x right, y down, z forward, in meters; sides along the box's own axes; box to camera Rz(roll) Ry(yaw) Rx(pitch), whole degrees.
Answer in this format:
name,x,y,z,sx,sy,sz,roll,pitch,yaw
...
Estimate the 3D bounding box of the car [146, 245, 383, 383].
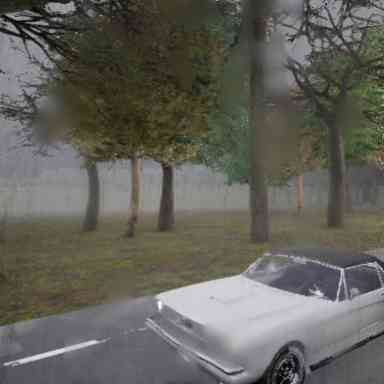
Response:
name,x,y,z,sx,sy,sz,roll,pitch,yaw
car,1.733,1.597,5.103,4.718,1.301,1.895,0,0,-35
